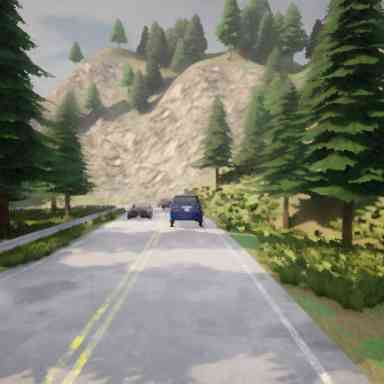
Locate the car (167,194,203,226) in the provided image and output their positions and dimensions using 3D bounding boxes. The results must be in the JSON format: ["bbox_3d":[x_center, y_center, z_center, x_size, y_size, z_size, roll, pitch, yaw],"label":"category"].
[{"bbox_3d":[-0.465,1.183,22.956,2.150,2.045,5.566,0,0,-3],"label":"car"}]

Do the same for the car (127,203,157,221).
[{"bbox_3d":[-4.124,1.571,27.055,1.895,1.301,4.718,0,0,-4],"label":"car"}]

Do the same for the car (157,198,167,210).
[{"bbox_3d":[-3.217,1.441,42.113,1.812,1.442,4.674,-1,0,-19],"label":"car"}]
